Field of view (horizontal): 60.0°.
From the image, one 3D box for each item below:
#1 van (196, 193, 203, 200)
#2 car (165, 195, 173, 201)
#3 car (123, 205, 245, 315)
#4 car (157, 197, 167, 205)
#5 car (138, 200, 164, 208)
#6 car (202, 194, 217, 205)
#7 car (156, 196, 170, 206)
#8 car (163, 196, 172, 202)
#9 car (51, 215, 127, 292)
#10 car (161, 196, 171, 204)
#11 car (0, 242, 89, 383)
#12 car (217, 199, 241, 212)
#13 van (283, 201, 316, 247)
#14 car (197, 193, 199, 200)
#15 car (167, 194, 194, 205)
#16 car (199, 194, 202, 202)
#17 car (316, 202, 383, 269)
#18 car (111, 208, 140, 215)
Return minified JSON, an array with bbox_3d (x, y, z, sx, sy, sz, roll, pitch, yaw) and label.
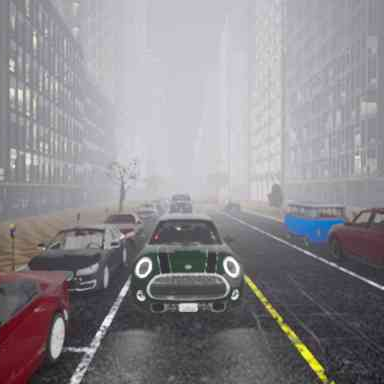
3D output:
[{"bbox_3d":[2.065,1.312,94.253,1.690,1.788,3.998,-1,0,-2],"label":"van"},{"bbox_3d":[-6.072,1.524,88.229,2.008,1.369,4.403,-1,0,-2],"label":"car"},{"bbox_3d":[-0.149,1.350,7.832,2.097,1.767,4.553,0,0,-2],"label":"car"},{"bbox_3d":[-3.960,1.542,37.119,2.008,1.369,4.403,-1,0,-2],"label":"car"},{"bbox_3d":[-3.491,1.545,25.762,2.008,1.369,4.403,-1,0,-2],"label":"car"},{"bbox_3d":[3.472,1.300,60.181,2.192,1.841,5.009,-1,0,-2],"label":"car"},{"bbox_3d":[-4.665,1.426,54.156,1.967,1.590,4.097,-1,0,-2],"label":"car"},{"bbox_3d":[-5.603,1.544,76.871,1.947,1.339,4.313,-1,0,-2],"label":"car"},{"bbox_3d":[-2.787,1.549,8.725,2.008,1.369,4.403,-1,0,-2],"label":"car"},{"bbox_3d":[-5.126,1.508,65.344,1.752,1.417,4.829,-1,0,-2],"label":"car"},{"bbox_3d":[-2.552,1.544,3.047,1.887,1.381,4.507,-1,0,-2],"label":"car"},{"bbox_3d":[4.413,1.542,37.465,2.008,1.369,4.403,-1,0,-2],"label":"car"},{"bbox_3d":[5.350,1.338,14.750,1.690,1.788,3.998,-1,0,-2],"label":"van"},{"bbox_3d":[2.770,1.419,77.217,1.967,1.590,4.097,-1,0,-2],"label":"car"},{"bbox_3d":[-1.048,1.214,32.015,2.150,2.045,5.566,0,0,-2],"label":"car"},{"bbox_3d":[3.238,1.298,65.860,2.192,1.841,5.009,-1,0,-2],"label":"car"},{"bbox_3d":[5.584,1.313,9.071,2.192,1.841,5.009,-1,0,-2],"label":"car"},{"bbox_3d":[-3.021,1.579,14.404,1.802,1.307,4.206,-1,0,-2],"label":"car"}]
